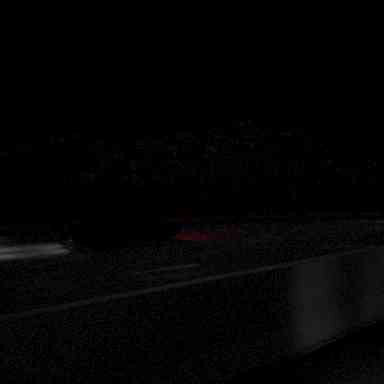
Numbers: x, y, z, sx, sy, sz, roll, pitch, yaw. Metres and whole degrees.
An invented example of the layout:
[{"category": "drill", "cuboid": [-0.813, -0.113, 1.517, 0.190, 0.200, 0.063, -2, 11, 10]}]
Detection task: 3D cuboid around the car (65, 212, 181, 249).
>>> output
[{"category": "car", "cuboid": [-2.928, 1.564, 14.373, 4.718, 1.301, 1.895, 0, 0, -32]}]
